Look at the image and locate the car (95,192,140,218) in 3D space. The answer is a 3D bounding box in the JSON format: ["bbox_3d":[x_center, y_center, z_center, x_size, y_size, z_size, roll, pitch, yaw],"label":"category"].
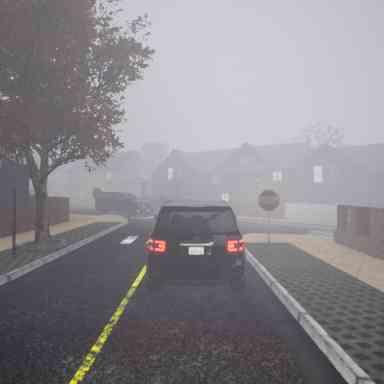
[{"bbox_3d":[-5.937,1.045,28.983,5.566,2.045,2.150,3,0,32],"label":"car"}]

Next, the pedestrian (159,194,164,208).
[{"bbox_3d":[-3.107,1.092,34.121,0.375,1.860,0.375,-1,-5,32],"label":"pedestrian"}]

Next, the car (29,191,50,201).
[{"bbox_3d":[-16.357,0.960,35.511,5.357,1.411,2.033,2,0,32],"label":"car"}]

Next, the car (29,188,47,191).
[{"bbox_3d":[-20.051,0.506,41.317,5.566,2.045,2.150,2,0,32],"label":"car"}]

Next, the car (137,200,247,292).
[{"bbox_3d":[0.100,1.226,9.085,2.150,2.045,5.566,0,0,0],"label":"car"}]
